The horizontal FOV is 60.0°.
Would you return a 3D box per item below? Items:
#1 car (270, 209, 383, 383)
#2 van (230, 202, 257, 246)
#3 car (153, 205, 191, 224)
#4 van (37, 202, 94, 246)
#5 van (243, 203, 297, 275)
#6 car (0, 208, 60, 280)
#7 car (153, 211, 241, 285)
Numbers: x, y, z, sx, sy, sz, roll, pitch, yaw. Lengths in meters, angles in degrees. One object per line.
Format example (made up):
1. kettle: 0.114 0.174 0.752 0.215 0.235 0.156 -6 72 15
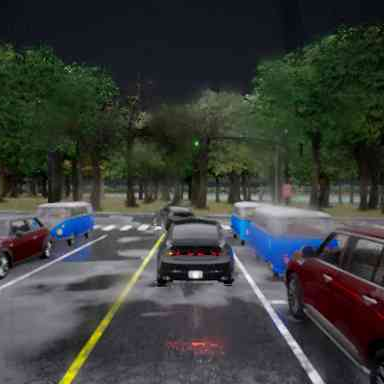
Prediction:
1. car: 2.760 1.325 4.350 2.192 1.841 5.009 0 0 0
2. van: 2.756 1.375 15.225 1.690 1.788 3.998 0 0 0
3. car: -1.153 1.552 20.758 1.837 1.490 4.892 2 0 -16
4. van: -5.770 1.375 15.222 1.690 1.788 3.998 0 0 0
5. van: 2.758 1.363 9.788 1.690 1.788 3.998 0 0 0
6. car: -5.767 1.462 9.784 1.967 1.590 4.097 0 0 0
7. car: 0.085 1.526 9.533 1.837 1.490 4.892 0 0 0
